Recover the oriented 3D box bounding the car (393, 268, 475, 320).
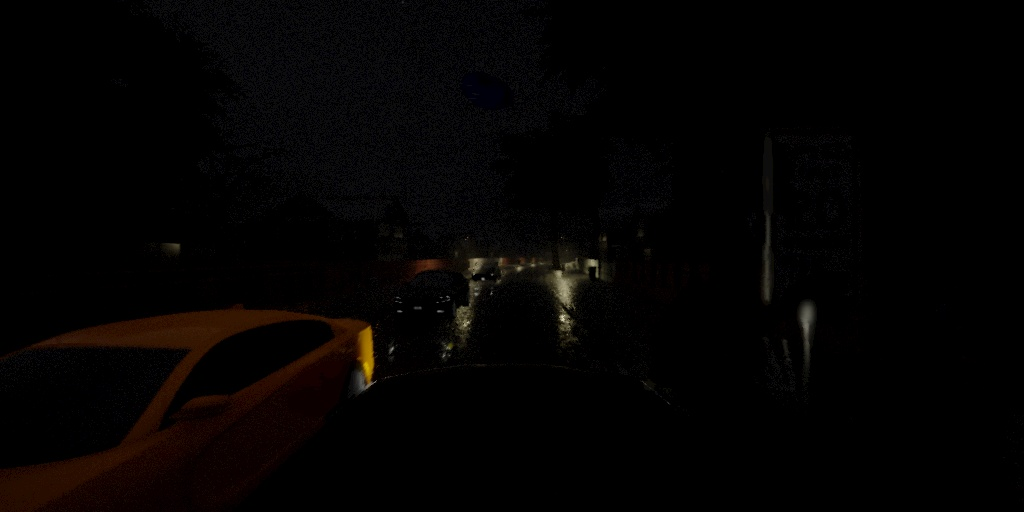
[{"bbox_3d":[-2.699,1.245,12.982,1.882,1.535,5.008,0,0,1],"label":"car"}]

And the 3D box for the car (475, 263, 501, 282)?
[{"bbox_3d":[-1.944,1.311,29.090,2.033,1.411,5.357,0,0,4],"label":"car"}]

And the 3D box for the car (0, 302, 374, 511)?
[{"bbox_3d":[-2.789,1.246,2.835,1.882,1.535,5.008,0,0,0],"label":"car"}]
